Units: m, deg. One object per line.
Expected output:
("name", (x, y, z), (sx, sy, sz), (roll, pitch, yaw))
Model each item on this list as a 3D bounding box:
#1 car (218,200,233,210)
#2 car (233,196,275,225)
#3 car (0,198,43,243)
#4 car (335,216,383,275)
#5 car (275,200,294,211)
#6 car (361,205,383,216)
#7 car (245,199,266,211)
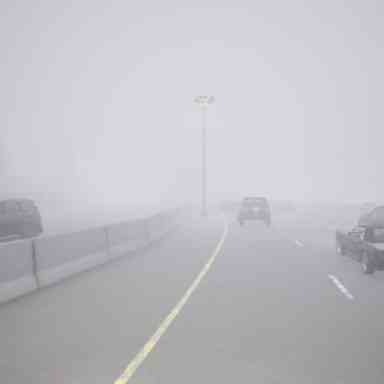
("car", (4.988, 1.794, 47.515), (1.994, 1.385, 4.181), (0, 0, -3))
("car", (4.558, 1.348, 25.234), (2.150, 2.045, 5.566), (1, 0, 5))
("car", (-8.128, 1.269, 12.826), (2.150, 2.045, 5.566), (0, 0, 10))
("car", (5.982, 1.660, 10.501), (1.895, 1.301, 4.718), (0, 0, 11))
("car", (12.043, 1.791, 44.393), (1.994, 1.385, 4.181), (0, 0, -2))
("car", (10.568, 1.451, 17.629), (2.097, 1.767, 4.553), (0, 0, 7))
("car", (8.596, 1.752, 45.508), (1.812, 1.442, 4.674), (0, 0, -2))
